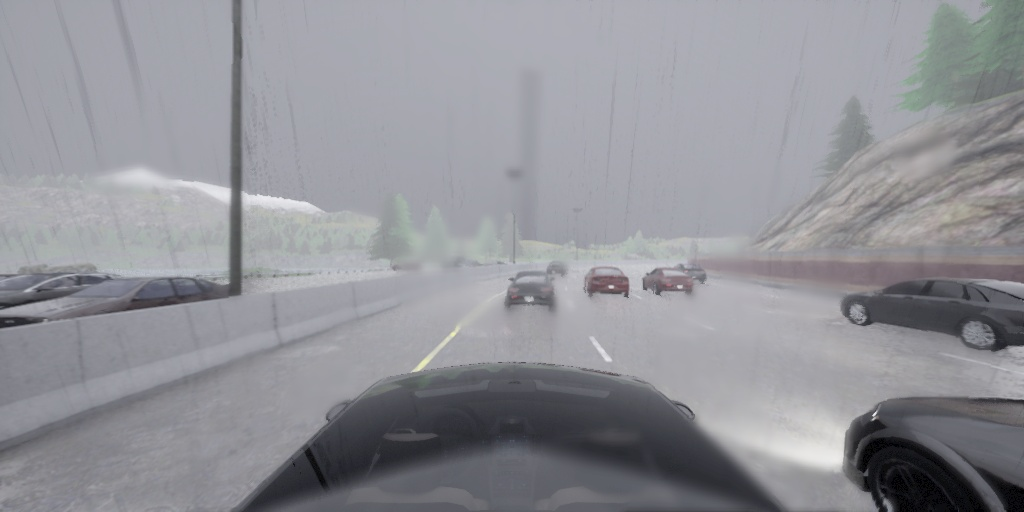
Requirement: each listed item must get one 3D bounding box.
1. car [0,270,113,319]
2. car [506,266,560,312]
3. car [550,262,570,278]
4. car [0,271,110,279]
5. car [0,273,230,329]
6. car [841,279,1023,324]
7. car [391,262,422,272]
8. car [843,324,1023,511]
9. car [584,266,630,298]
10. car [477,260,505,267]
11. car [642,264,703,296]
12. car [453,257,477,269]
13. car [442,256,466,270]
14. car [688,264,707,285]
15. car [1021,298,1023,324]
[{"bbox_3d":[-17.150,1.267,11.703,2.033,1.411,5.357,0,0,4],"label":"car"},{"bbox_3d":[0.830,1.305,14.361,1.812,1.442,4.674,0,0,5],"label":"car"},{"bbox_3d":[4.709,1.349,36.190,1.837,1.490,4.892,0,0,14],"label":"car"},{"bbox_3d":[-13.675,1.220,10.614,2.128,1.511,4.902,0,0,4],"label":"car"},{"bbox_3d":[-10.253,1.285,10.023,2.033,1.411,5.357,0,0,4],"label":"car"},{"bbox_3d":[10.933,1.306,8.988,1.837,1.490,4.892,0,0,3],"label":"car"},{"bbox_3d":[-14.031,1.414,47.834,1.895,1.301,4.718,0,0,17],"label":"car"},{"bbox_3d":[3.690,1.324,1.151,1.994,1.385,4.181,0,0,0],"label":"car"},{"bbox_3d":[4.903,1.283,19.019,1.882,1.535,5.008,0,0,7],"label":"car"},{"bbox_3d":[-2.543,1.329,49.260,1.882,1.535,5.008,0,0,19],"label":"car"},{"bbox_3d":[8.525,1.344,19.788,1.812,1.442,4.674,0,0,8],"label":"car"},{"bbox_3d":[-5.850,1.334,50.415,2.128,1.511,4.902,0,0,19],"label":"car"},{"bbox_3d":[-8.361,1.066,53.882,2.150,2.045,5.566,0,0,20],"label":"car"},{"bbox_3d":[13.526,1.344,27.892,2.128,1.511,4.902,0,0,12],"label":"car"},{"bbox_3d":[7.183,1.264,1.842,2.128,1.511,4.902,0,0,0],"label":"car"}]
